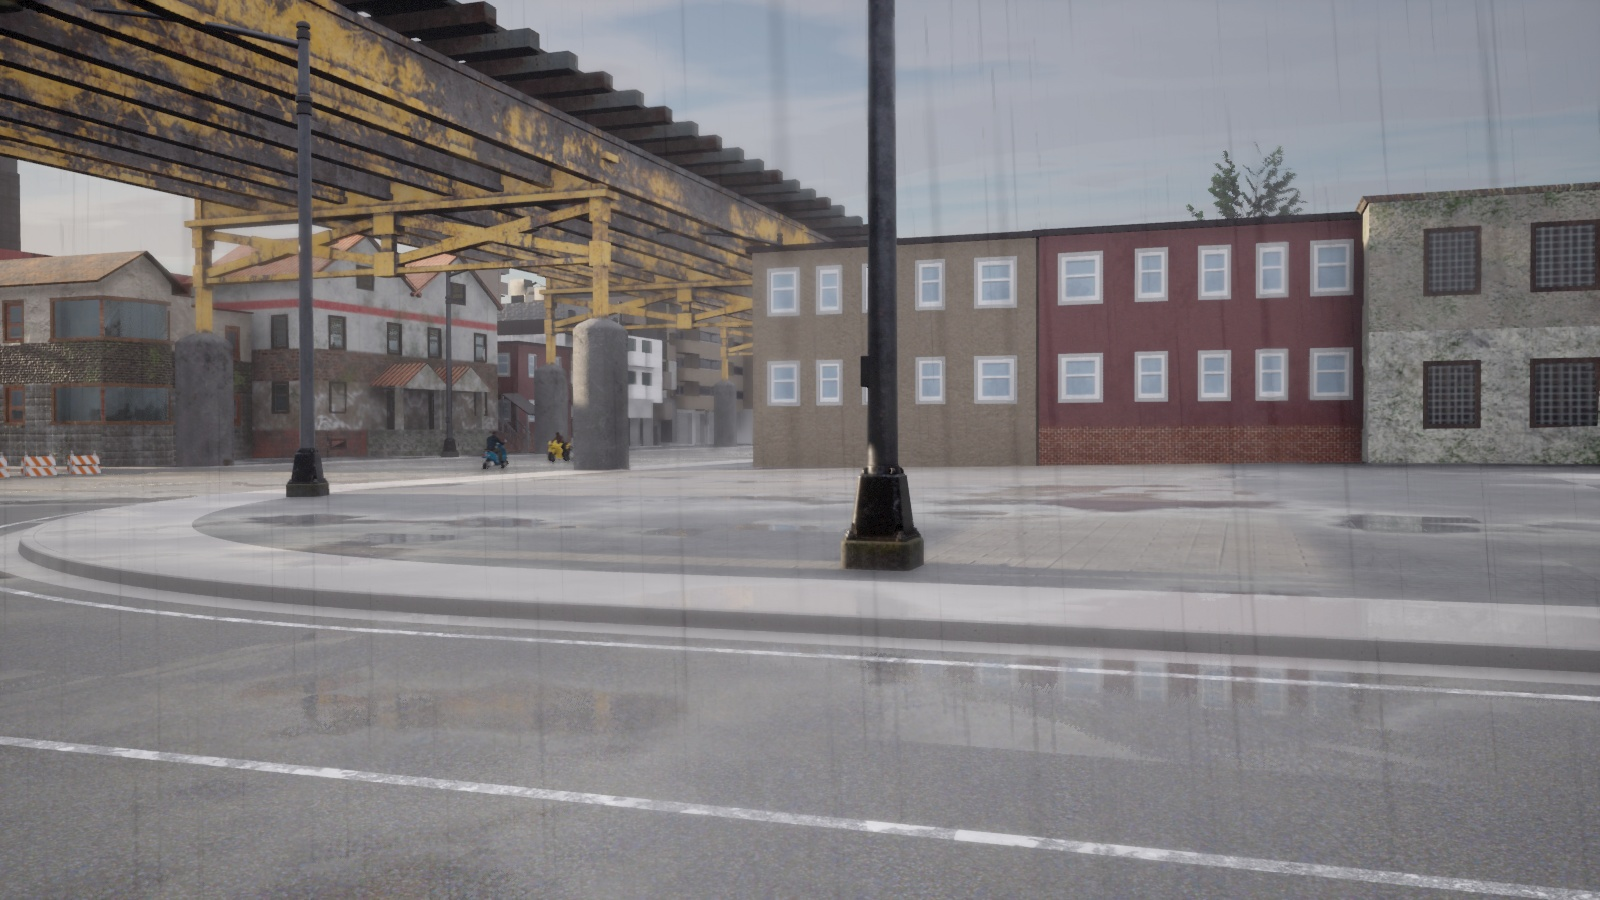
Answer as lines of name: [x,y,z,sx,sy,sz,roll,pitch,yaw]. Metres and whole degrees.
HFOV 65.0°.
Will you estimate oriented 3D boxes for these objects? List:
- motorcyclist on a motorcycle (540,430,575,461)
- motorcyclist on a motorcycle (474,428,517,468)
motorcyclist on a motorcycle: [-12.160,-0.248,63.113,0.797,1.523,2.044,1,1,20]
motorcyclist on a motorcycle: [-12.514,-0.095,51.700,0.866,1.590,1.817,1,1,20]
